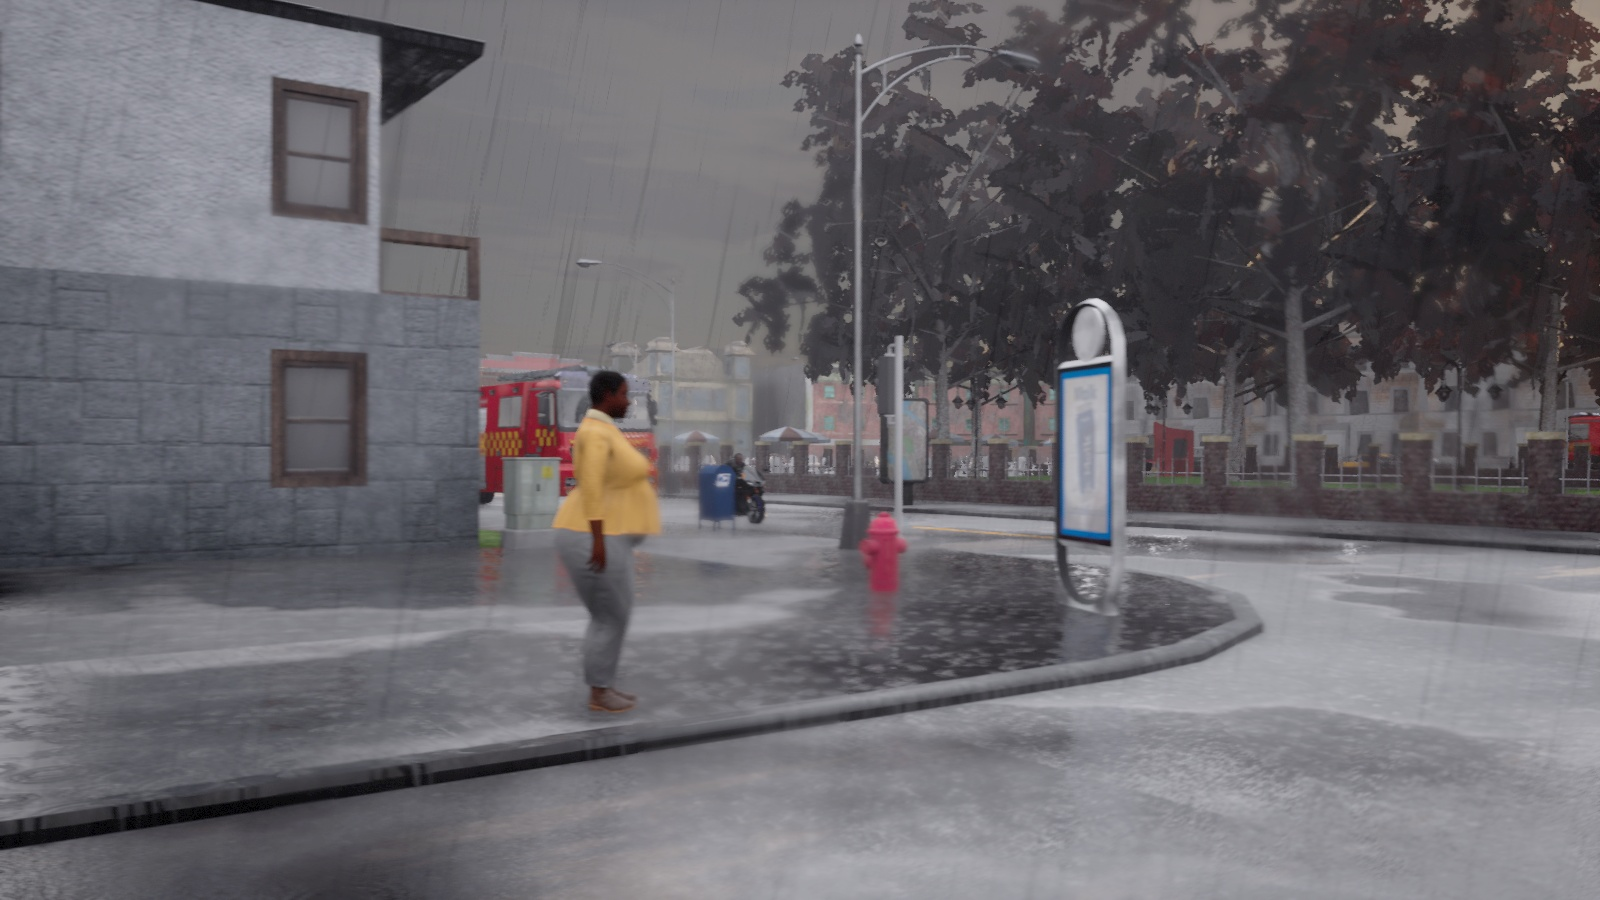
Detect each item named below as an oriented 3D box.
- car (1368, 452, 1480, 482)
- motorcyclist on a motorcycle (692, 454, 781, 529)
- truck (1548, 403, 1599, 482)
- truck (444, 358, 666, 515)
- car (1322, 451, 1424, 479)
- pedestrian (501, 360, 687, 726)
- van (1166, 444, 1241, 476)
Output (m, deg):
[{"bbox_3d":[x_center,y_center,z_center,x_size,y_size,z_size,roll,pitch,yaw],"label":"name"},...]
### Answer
[{"bbox_3d":[32.189,0.835,64.863,1.837,1.490,4.892,0,0,-35],"label":"car"},{"bbox_3d":[-1.388,0.847,26.881,0.866,1.530,2.191,0,0,-35],"label":"motorcyclist on a motorcycle"},{"bbox_3d":[40.714,-0.365,59.654,2.891,3.827,8.468,0,0,-35],"label":"truck"},{"bbox_3d":[-7.067,-0.320,35.027,2.891,3.827,8.468,0,0,-35],"label":"truck"},{"bbox_3d":[32.509,0.823,71.383,1.882,1.535,5.008,0,0,-35],"label":"car"},{"bbox_3d":[-1.085,0.473,6.828,0.900,1.855,0.874,0,0,-3],"label":"pedestrian"},{"bbox_3d":[25.936,0.635,80.781,1.775,1.987,4.442,0,0,-35],"label":"van"}]
